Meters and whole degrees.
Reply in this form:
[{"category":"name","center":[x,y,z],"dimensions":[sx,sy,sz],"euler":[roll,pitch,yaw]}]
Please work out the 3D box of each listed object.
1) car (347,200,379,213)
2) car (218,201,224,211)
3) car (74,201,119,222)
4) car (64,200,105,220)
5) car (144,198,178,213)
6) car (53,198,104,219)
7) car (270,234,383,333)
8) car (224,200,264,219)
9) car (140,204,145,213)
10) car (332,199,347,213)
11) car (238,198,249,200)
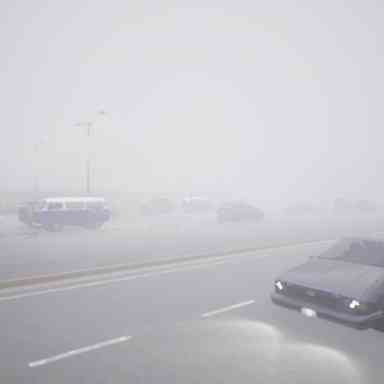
[{"category":"car","center":[23.178,1.870,44.636],"dimensions":[4.605,1.855,1.932],"euler":[1,-1,-38]},{"category":"car","center":[7.502,2.384,64.633],"dimensions":[3.806,1.475,1.970],"euler":[1,-1,-38]},{"category":"car","center":[-9.415,1.885,33.490],"dimensions":[3.806,1.475,1.970],"euler":[1,-1,-38]},{"category":"car","center":[-11.202,1.884,35.768],"dimensions":[3.905,1.438,1.784],"euler":[1,-1,-38]},{"category":"car","center":[-4.483,1.923,51.517],"dimensions":[4.605,1.855,1.932],"euler":[1,-1,-38]},{"category":"car","center":[-12.899,1.702,37.850],"dimensions":[4.605,1.855,1.932],"euler":[1,-1,-38]},{"category":"car","center":[4.047,1.667,7.250],"dimensions":[5.357,1.411,2.033],"euler":[1,-1,-38]},{"category":"car","center":[6.024,1.985,38.282],"dimensions":[3.806,1.475,1.970],"euler":[1,-1,-38]},{"category":"car","center":[-6.222,2.165,53.831],"dimensions":[3.905,1.438,1.784],"euler":[1,-1,-38]},{"category":"car","center":[21.433,1.904,46.945],"dimensions":[3.866,1.878,1.905],"euler":[1,-1,-38]},{"category":"car","center":[9.282,2.114,62.354],"dimensions":[3.866,1.878,1.905],"euler":[1,-1,-38]}]
